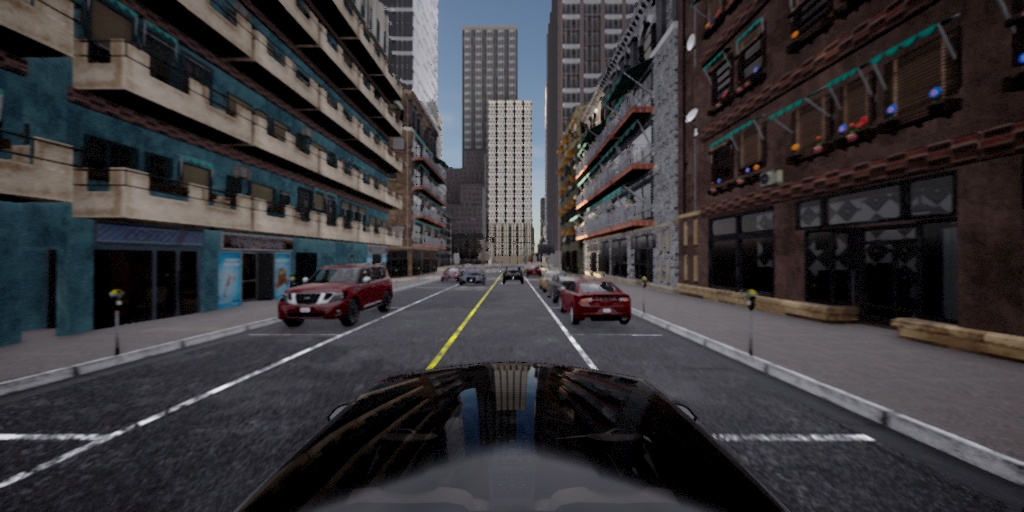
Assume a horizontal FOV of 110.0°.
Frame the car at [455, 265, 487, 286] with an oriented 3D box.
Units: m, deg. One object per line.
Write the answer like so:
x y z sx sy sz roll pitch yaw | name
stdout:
-3.093 1.669 29.116 1.994 1.385 4.181 0 -1 0 | car

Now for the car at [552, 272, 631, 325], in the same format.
2.692 1.433 12.363 1.888 1.381 4.507 0 0 0 | car

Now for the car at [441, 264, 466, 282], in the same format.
-5.684 1.757 34.471 1.802 1.307 4.207 0 0 0 | car

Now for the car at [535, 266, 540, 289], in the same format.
2.695 1.556 23.579 1.751 1.417 4.829 0 0 0 | car

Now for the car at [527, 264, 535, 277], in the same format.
2.700 1.865 45.501 1.888 1.381 4.507 0 0 0 | car

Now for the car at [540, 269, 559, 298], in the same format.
2.693 1.510 17.886 2.007 1.370 4.403 0 0 0 | car

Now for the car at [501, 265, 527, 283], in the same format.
0.103 1.651 32.398 1.837 1.490 4.892 0 -1 0 | car

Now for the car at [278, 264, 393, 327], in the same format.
-5.690 1.203 12.378 2.192 1.841 5.009 0 0 0 | car
